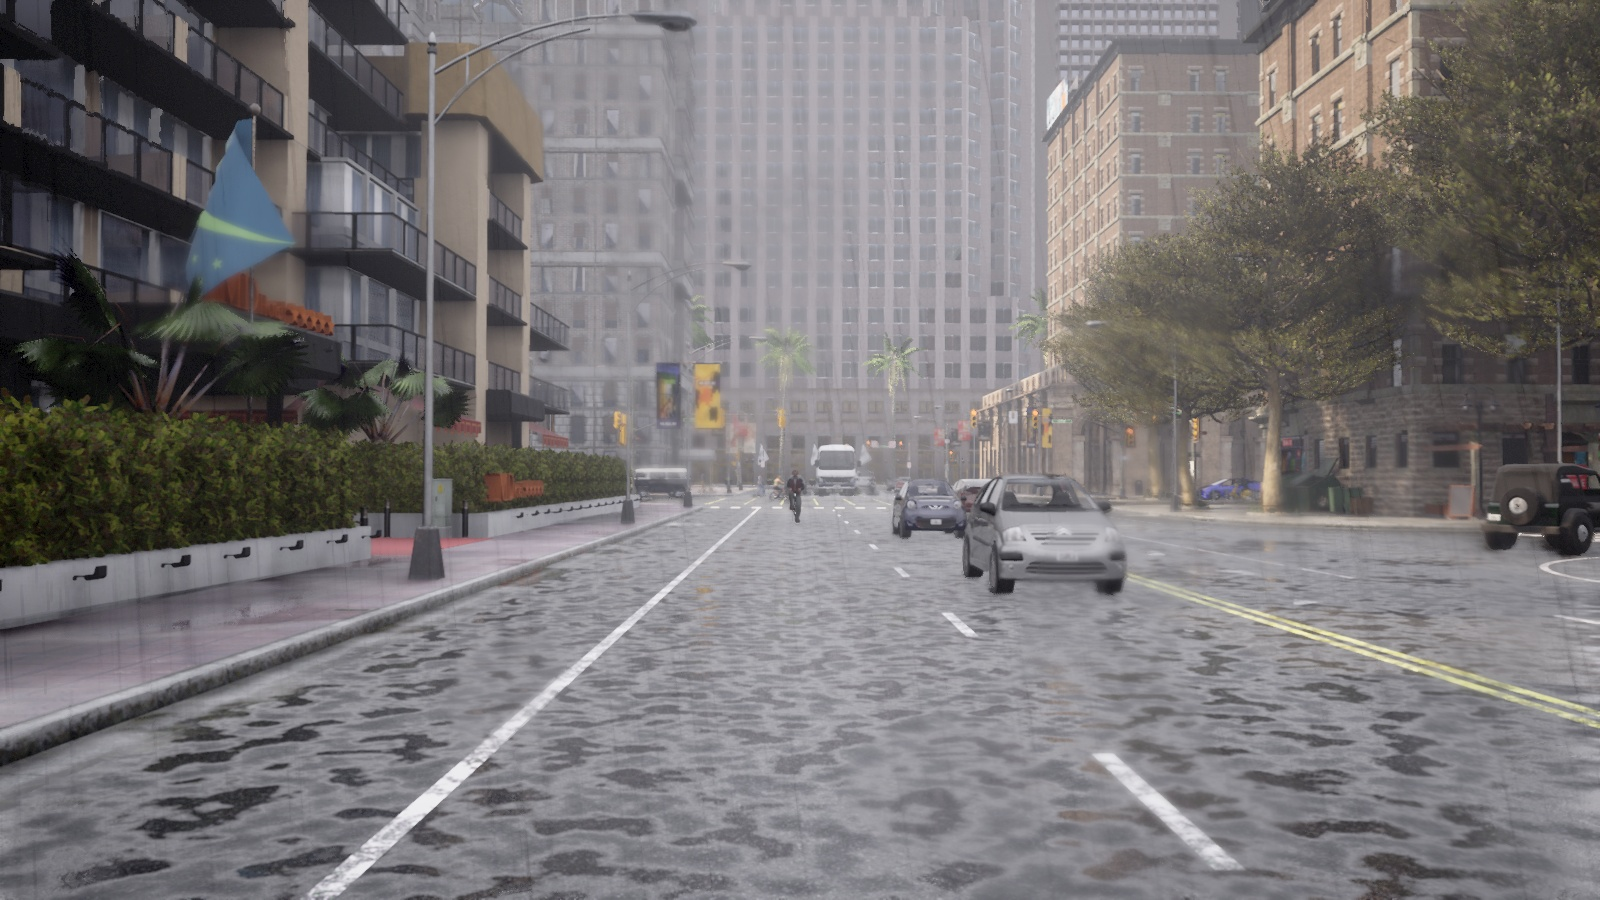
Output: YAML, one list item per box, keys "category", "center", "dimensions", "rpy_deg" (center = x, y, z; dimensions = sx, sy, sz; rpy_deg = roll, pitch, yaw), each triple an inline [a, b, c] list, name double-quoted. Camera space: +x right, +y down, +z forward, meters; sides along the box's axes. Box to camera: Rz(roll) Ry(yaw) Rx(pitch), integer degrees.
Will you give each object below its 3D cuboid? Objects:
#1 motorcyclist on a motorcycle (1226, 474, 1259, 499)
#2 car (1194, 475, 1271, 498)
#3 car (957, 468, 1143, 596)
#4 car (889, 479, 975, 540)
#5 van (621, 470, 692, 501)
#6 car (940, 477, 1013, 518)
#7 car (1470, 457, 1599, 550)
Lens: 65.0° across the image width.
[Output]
- category: "motorcyclist on a motorcycle"
  center: [28.781, 2.374, 81.682]
  dimensions: [1.817, 1.590, 0.866]
  rpy_deg: [0, -1, 1]
- category: "car"
  center: [29.327, 2.439, 85.199]
  dimensions: [4.514, 1.525, 2.007]
  rpy_deg: [0, -1, 1]
- category: "car"
  center: [3.432, 1.084, 18.000]
  dimensions: [1.851, 1.617, 3.988]
  rpy_deg: [0, -1, 0]
- category: "car"
  center: [3.379, 1.511, 32.836]
  dimensions: [1.845, 1.501, 3.633]
  rpy_deg: [0, -1, 0]
- category: "van"
  center: [-9.800, 2.384, 85.753]
  dimensions: [4.480, 2.038, 2.069]
  rpy_deg: [0, -1, -17]
- category: "car"
  center: [6.821, 1.822, 48.975]
  dimensions: [2.163, 1.488, 4.792]
  rpy_deg: [0, -1, 0]
- category: "car"
  center: [16.682, 1.124, 27.305]
  dimensions: [3.866, 1.878, 1.905]
  rpy_deg: [0, -2, -29]
